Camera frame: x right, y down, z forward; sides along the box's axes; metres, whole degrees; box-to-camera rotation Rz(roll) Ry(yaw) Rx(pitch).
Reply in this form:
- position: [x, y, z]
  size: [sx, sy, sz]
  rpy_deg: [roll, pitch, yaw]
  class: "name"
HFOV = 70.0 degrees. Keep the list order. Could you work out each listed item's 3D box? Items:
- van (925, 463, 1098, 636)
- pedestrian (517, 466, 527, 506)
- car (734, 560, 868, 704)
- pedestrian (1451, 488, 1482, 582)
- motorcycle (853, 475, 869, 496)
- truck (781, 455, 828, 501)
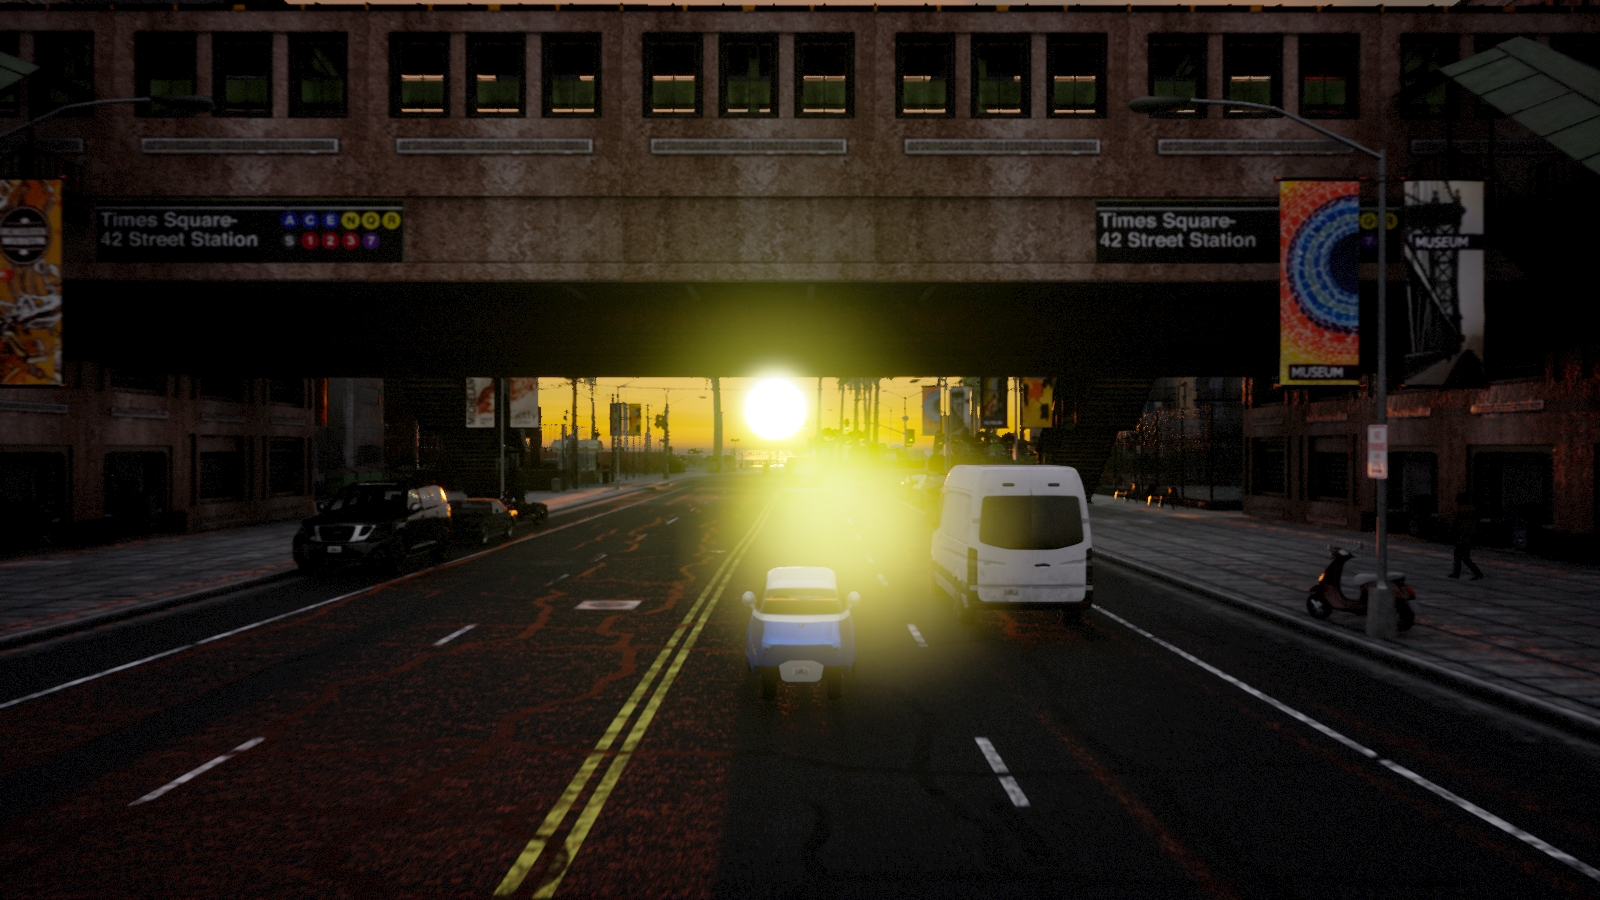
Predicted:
- position: [3.520, 1.534, 20.247]
  size: [1.988, 2.561, 5.915]
  rpy_deg: [0, 0, 0]
  class: "van"
- position: [-13.180, 1.698, 54.212]
  size: [0.375, 1.860, 0.375]
  rpy_deg: [0, 0, 7]
  class: "pedestrian"
- position: [0.016, 2.120, 13.744]
  size: [1.481, 1.376, 2.207]
  rpy_deg: [0, 0, 0]
  class: "car"
- position: [13.371, 1.696, 22.921]
  size: [0.375, 1.860, 0.375]
  rpy_deg: [0, 0, -17]
  class: "pedestrian"
- position: [3.767, 2.205, 70.833]
  size: [0.867, 1.251, 2.209]
  rpy_deg: [0, 0, 1]
  class: "motorcycle"
- position: [0.255, 1.585, 66.345]
  size: [2.627, 2.467, 5.204]
  rpy_deg: [0, 1, 0]
  class: "truck"
